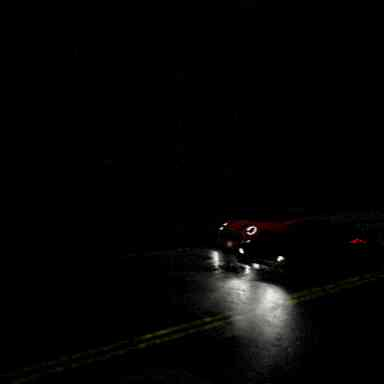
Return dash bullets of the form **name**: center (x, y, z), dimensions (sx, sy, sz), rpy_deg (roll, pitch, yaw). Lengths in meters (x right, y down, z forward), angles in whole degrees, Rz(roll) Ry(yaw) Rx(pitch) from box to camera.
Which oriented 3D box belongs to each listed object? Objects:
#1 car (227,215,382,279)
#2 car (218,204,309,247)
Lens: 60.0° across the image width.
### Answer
- **car**: center (3.886, 1.609, 10.450), dimensions (5.357, 1.411, 2.033), rpy_deg (0, 0, -35)
- **car**: center (3.269, 1.423, 14.002), dimensions (4.553, 1.767, 2.097), rpy_deg (0, 0, -36)
